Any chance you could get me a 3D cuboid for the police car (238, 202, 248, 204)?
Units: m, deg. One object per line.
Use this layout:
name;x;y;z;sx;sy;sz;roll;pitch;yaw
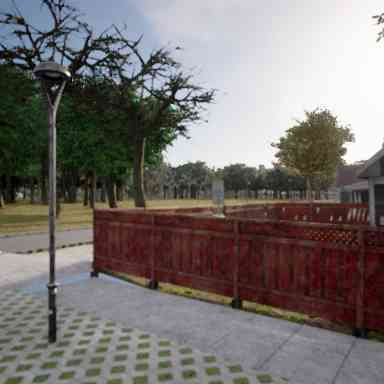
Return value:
police car;6.307;2.023;40.814;2.038;1.542;4.974;-2;-2;34
